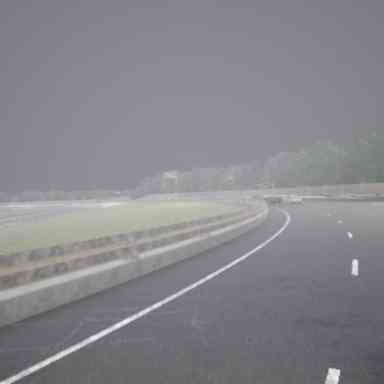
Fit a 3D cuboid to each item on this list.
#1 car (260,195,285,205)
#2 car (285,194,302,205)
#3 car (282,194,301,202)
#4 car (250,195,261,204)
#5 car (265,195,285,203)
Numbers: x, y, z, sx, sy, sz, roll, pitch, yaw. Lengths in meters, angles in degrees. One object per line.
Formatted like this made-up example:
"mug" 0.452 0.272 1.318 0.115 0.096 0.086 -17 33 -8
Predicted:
"car" 13.744 1.471 56.990 1.837 1.490 4.892 -2 0 -3
"car" 17.224 1.456 57.578 1.895 1.301 4.718 -2 0 -3
"car" 20.119 1.232 67.618 1.812 1.442 4.674 -2 0 -9
"car" 13.167 1.344 66.803 2.097 1.767 4.553 -2 0 -9
"car" 16.643 1.362 67.225 2.033 1.411 5.357 -2 0 -9
